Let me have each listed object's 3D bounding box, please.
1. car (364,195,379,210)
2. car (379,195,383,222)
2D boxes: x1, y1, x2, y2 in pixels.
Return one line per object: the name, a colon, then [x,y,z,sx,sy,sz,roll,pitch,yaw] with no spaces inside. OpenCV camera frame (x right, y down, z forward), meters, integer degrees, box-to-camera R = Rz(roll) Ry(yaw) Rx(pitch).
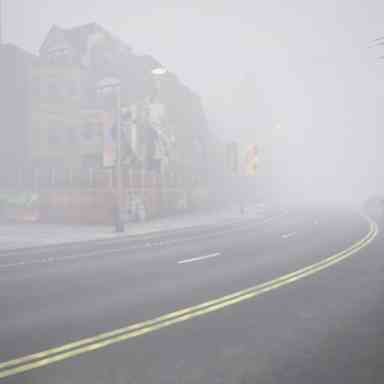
car: [21.153,1.096,38.364,2.097,1.767,4.553,-1,0,24]
car: [13.481,1.062,21.145,2.150,2.045,5.566,0,0,27]
